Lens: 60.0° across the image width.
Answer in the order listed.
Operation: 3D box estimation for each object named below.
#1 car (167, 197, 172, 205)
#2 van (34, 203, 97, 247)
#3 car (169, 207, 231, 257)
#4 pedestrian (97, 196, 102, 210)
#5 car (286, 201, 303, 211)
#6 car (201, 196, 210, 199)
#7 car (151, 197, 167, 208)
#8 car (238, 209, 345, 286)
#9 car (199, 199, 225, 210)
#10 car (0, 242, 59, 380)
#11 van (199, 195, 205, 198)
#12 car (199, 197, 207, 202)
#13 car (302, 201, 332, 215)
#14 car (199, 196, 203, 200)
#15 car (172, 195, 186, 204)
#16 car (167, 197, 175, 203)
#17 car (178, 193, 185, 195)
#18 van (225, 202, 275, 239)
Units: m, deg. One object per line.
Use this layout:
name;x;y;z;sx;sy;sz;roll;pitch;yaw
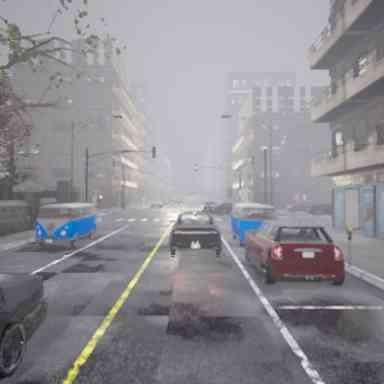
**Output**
car;-5.528;1.761;64.402;1.967;1.590;4.097;1;0;0
van;-5.607;1.416;15.173;1.690;1.788;3.998;1;0;0
car;0.127;1.558;13.293;2.128;1.511;4.902;0;0;0
pedestrian;-12.438;1.427;44.576;0.375;1.860;0.375;0;-2;1
car;13.735;1.805;41.256;4.097;1.590;1.967;0;-2;1
car;2.824;1.830;53.097;1.947;1.339;4.313;1;0;0
car;-5.556;1.788;52.946;1.752;1.417;4.829;1;0;0
car;2.694;1.489;9.628;1.967;1.590;4.097;1;0;0
car;3.594;1.719;34.086;5.357;1.411;2.033;0;0;-39
car;-3.094;1.562;2.790;2.033;1.411;5.357;0;0;0
van;2.867;1.691;70.025;1.690;1.788;3.998;1;0;0
car;2.902;2.019;86.951;1.802;1.307;4.206;1;0;0
car;13.612;1.741;32.875;4.313;1.339;1.947;0;-2;1
car;2.837;1.844;58.739;2.008;1.369;4.403;1;0;0
car;-2.833;1.903;72.649;2.033;1.411;5.357;0;0;0
car;-5.477;1.981;86.972;1.887;1.381;4.507;1;0;0
car;-2.797;1.282;88.081;2.150;2.045;5.566;0;0;0
van;2.706;1.417;15.152;1.690;1.788;3.998;1;0;0
